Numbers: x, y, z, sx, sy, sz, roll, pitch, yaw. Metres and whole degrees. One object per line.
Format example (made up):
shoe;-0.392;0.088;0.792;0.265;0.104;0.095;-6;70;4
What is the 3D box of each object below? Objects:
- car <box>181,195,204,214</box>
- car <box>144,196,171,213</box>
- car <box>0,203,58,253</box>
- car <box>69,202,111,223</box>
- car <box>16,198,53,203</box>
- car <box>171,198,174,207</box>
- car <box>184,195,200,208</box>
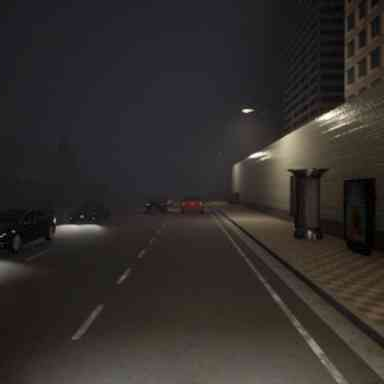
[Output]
car;0.006;1.092;31.902;2.097;1.767;4.553;0;0;0
car;-3.395;1.261;32.551;1.812;1.442;4.674;0;1;0
car;-7.081;1.397;13.256;1.837;1.490;4.892;0;0;0
car;-7.043;1.374;23.303;1.994;1.385;4.181;0;0;0
car;-10.550;1.176;21.673;2.097;1.767;4.553;0;0;1
car;-3.477;1.239;44.473;1.895;1.301;4.718;0;0;0
car;0.012;1.194;43.461;2.033;1.411;5.357;0;0;0
